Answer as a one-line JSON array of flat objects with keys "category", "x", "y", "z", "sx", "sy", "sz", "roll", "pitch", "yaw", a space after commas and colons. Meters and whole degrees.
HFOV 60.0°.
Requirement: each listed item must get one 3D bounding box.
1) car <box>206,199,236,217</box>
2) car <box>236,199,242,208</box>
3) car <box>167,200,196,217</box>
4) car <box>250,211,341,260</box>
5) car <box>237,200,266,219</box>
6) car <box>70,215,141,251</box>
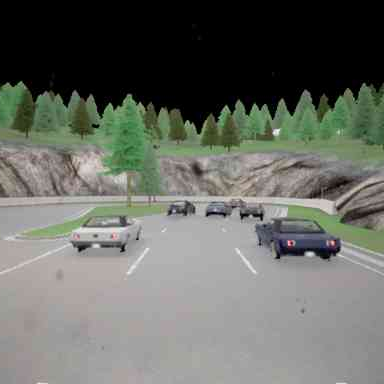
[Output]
[{"category": "car", "x": 2.588, "y": 1.564, "z": 31.381, "sx": 1.994, "sy": 1.385, "sz": 4.181, "roll": 0, "pitch": 0, "yaw": 15}, {"category": "car", "x": 5.740, "y": 1.547, "z": 42.847, "sx": 2.033, "sy": 1.411, "sz": 5.357, "roll": 0, "pitch": 0, "yaw": 15}, {"category": "car", "x": -0.953, "y": 1.526, "z": 31.845, "sx": 1.812, "sy": 1.442, "sz": 4.674, "roll": 0, "pitch": 0, "yaw": 15}, {"category": "car", "x": 3.622, "y": 1.601, "z": 12.360, "sx": 1.895, "sy": 1.301, "sz": 4.718, "roll": 0, "pitch": 0, "yaw": 1}, {"category": "car", "x": 5.268, "y": 1.601, "z": 28.430, "sx": 1.895, "sy": 1.301, "sz": 4.718, "roll": 0, "pitch": 0, "yaw": 15}, {"category": "car", "x": -3.357, "y": 1.601, "z": 13.976, "sx": 1.895, "sy": 1.301, "sz": 4.718, "roll": 0, "pitch": 0, "yaw": 1}]
